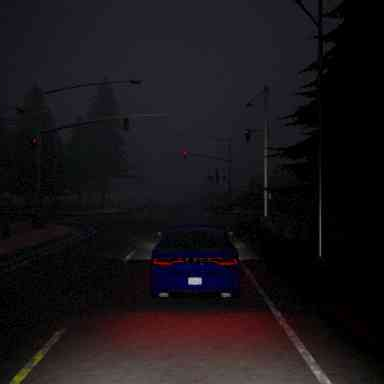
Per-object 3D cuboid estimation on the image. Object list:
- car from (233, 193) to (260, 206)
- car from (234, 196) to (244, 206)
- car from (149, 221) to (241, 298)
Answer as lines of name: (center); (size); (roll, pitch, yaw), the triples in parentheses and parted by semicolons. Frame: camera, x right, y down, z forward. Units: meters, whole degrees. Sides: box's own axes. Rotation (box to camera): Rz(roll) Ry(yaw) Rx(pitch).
car: (8.545, 1.146, 52.022); (3.866, 1.878, 1.905); (0, 0, 0)
car: (8.954, 1.144, 49.511); (4.605, 1.855, 1.932); (0, 0, 0)
car: (0.079, 1.478, 8.558); (1.882, 1.535, 5.008); (0, 0, 1)
